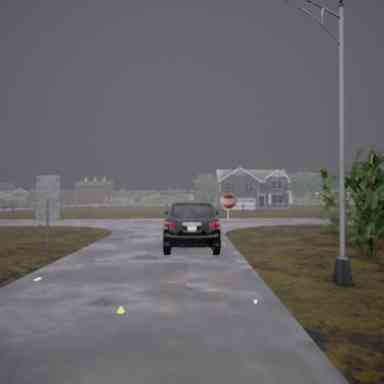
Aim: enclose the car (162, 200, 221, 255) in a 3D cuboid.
[{"bbox_3d":[-0.008,1.362,14.033,2.150,2.045,5.566,0,0,0],"label":"car"}]
